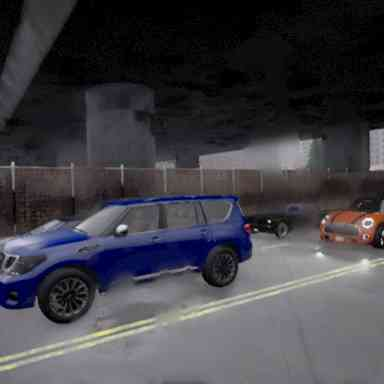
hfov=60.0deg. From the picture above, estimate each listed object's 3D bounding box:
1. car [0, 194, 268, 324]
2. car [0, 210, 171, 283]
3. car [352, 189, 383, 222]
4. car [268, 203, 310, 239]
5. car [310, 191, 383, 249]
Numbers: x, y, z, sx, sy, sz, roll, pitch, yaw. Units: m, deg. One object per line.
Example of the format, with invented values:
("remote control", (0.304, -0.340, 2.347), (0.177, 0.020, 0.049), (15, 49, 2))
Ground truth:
("car", (-1.165, 1.116, 7.357), (5.566, 2.045, 2.150), (-2, 1, -33))
("car", (-3.483, 1.446, 10.022), (5.357, 1.411, 2.033), (-2, 1, -33))
("car", (12.034, 0.718, 20.185), (4.553, 1.767, 2.097), (-2, 1, -33))
("car", (4.536, 1.224, 15.279), (4.718, 1.301, 1.895), (-2, 1, -33))
("car", (6.961, 0.968, 12.681), (4.553, 1.767, 2.097), (-2, 1, -33))
